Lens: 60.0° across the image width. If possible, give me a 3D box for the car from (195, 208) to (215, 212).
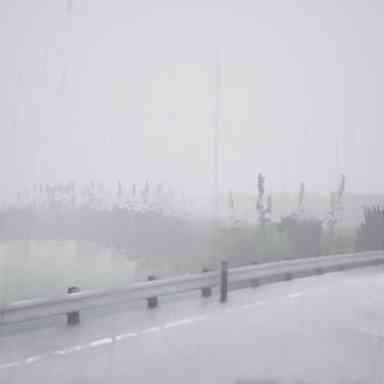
[{"bbox_3d":[1.473,3.174,52.302,1.895,1.301,4.718,2,-1,-43],"label":"car"}]
